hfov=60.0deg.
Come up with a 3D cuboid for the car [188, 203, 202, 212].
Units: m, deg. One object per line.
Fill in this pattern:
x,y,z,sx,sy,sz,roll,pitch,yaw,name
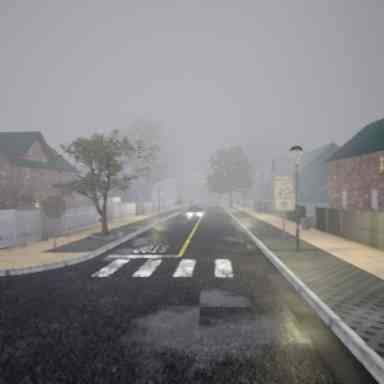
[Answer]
0.471,2.216,49.503,1.895,1.301,4.718,-1,-1,4,car
